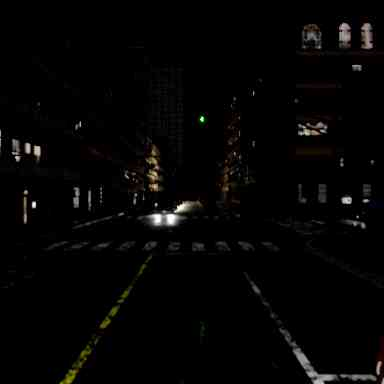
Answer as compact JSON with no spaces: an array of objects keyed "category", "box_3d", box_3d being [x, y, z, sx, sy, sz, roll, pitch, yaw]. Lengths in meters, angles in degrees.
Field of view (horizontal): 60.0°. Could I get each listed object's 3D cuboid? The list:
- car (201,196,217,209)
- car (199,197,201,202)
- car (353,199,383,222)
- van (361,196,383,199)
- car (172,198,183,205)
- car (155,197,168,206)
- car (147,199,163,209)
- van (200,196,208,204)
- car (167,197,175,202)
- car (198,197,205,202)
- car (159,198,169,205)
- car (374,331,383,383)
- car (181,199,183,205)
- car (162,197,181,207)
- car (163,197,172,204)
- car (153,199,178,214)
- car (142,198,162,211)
[{"category":"car","box_3d":[2.741,1.714,50.573,1.967,1.590,4.097,-1,0,0]},{"category":"car","box_3d":[2.762,1.923,67.155,2.008,1.369,4.403,-1,0,0]},{"category":"car","box_3d":[14.898,1.403,24.532,5.357,1.411,2.033,-1,0,1]},{"category":"van","box_3d":[15.672,1.176,27.131,3.998,1.788,1.690,-1,1,-1]},{"category":"car","box_3d":[-2.925,1.981,68.429,1.895,1.301,4.718,0,0,0]},{"category":"car","box_3d":[-5.626,1.779,61.644,1.967,1.590,4.097,-1,0,0]},{"category":"car","box_3d":[-5.638,1.840,50.587,1.947,1.339,4.313,0,0,0]},{"category":"van","box_3d":[2.773,1.781,78.212,1.690,1.788,3.998,-1,0,0]},{"category":"car","box_3d":[-5.591,2.091,89.282,1.802,1.307,4.206,-1,0,0]},{"category":"car","box_3d":[2.795,2.089,94.795,1.887,1.381,4.507,-1,0,0]},{"category":"car","box_3d":[-5.619,1.954,67.171,1.802,1.307,4.206,-1,0,0]},{"category":"car","box_3d":[2.683,1.553,1.574,1.887,1.381,4.507,0,0,0]},{"category":"car","box_3d":[-3.010,1.921,58.384,1.895,1.301,4.718,0,0,0]},{"category":"car","box_3d":[-3.040,1.767,48.520,1.837,1.490,4.892,0,0,0]},{"category":"car","box_3d":[-5.605,1.964,78.057,1.752,1.417,4.829,-1,0,0]},{"category":"car","box_3d":[-3.055,1.808,39.124,1.895,1.301,4.718,0,0,0]},{"category":"car","box_3d":[-5.645,1.792,45.060,2.008,1.369,4.403,0,0,0]}]
